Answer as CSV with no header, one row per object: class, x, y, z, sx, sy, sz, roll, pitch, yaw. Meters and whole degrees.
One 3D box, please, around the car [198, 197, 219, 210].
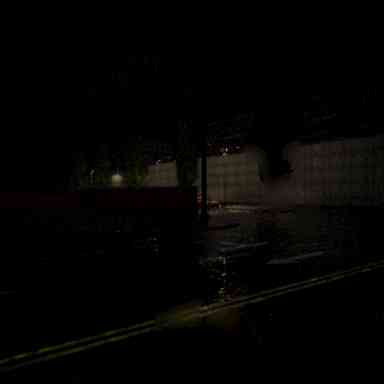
car,1.295,1.358,41.088,1.882,1.535,5.008,0,0,-36
